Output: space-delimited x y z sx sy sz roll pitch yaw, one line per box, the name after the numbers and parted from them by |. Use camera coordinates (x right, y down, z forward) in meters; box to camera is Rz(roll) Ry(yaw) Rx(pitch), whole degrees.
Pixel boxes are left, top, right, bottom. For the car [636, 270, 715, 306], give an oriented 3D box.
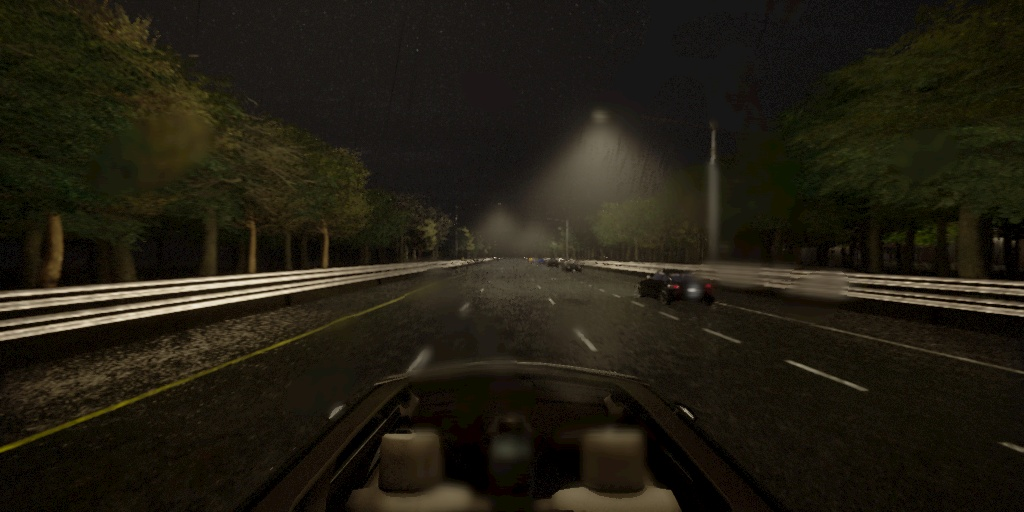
7.002 1.318 15.798 1.994 1.385 4.181 0 0 0 | car

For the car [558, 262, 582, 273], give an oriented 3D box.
7.008 1.375 42.776 1.895 1.301 4.718 0 0 0 | car

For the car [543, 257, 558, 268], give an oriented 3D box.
7.054 1.285 62.662 1.882 1.535 5.008 0 0 0 | car
